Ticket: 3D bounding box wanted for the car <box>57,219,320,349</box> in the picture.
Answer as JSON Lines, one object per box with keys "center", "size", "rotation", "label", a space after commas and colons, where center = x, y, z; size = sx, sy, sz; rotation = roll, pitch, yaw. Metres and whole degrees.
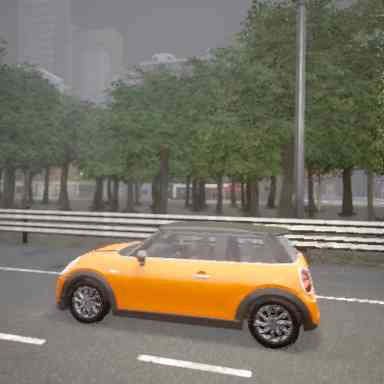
{"center": [-0.119, 1.333, 6.134], "size": [4.553, 1.767, 2.097], "rotation": [1, 0, 15], "label": "car"}
